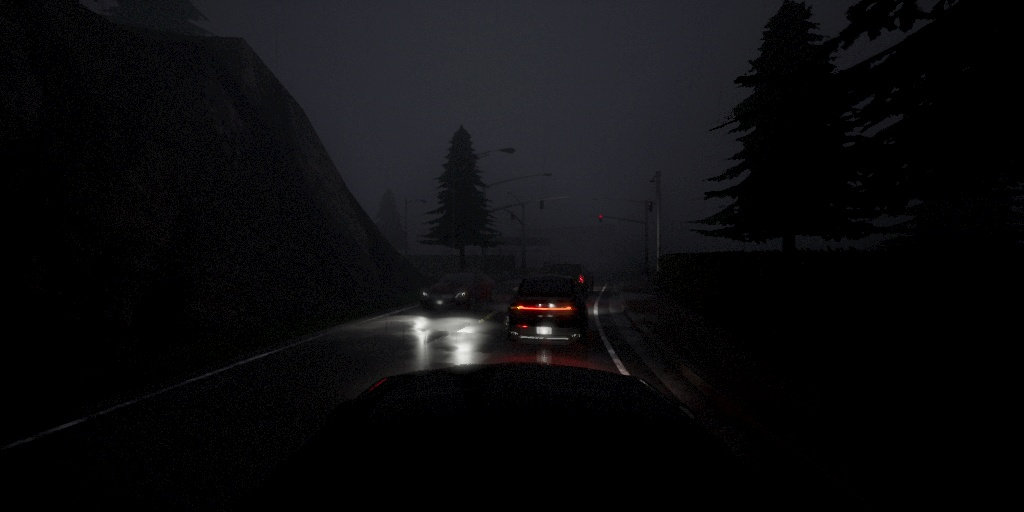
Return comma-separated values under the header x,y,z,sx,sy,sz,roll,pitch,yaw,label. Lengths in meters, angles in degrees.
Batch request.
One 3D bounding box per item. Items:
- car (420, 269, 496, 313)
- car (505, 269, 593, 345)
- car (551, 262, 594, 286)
x,y,z,sx,sy,sz,roll,pitch,yaw,label
-1.927,1.276,14.293,1.812,1.442,4.674,0,0,13,car
1.019,1.255,9.614,1.837,1.490,4.892,0,0,9,car
3.019,1.102,18.535,2.097,1.767,4.553,0,0,17,car
